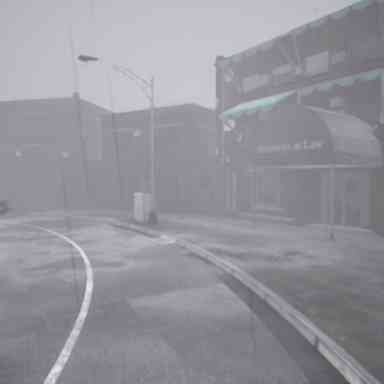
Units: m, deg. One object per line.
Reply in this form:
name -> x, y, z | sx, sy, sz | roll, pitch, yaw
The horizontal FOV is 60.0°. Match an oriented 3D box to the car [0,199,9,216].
car -> -15.027, 0.967, 23.006 | 5.008, 1.535, 1.882 | -1, 2, 22
